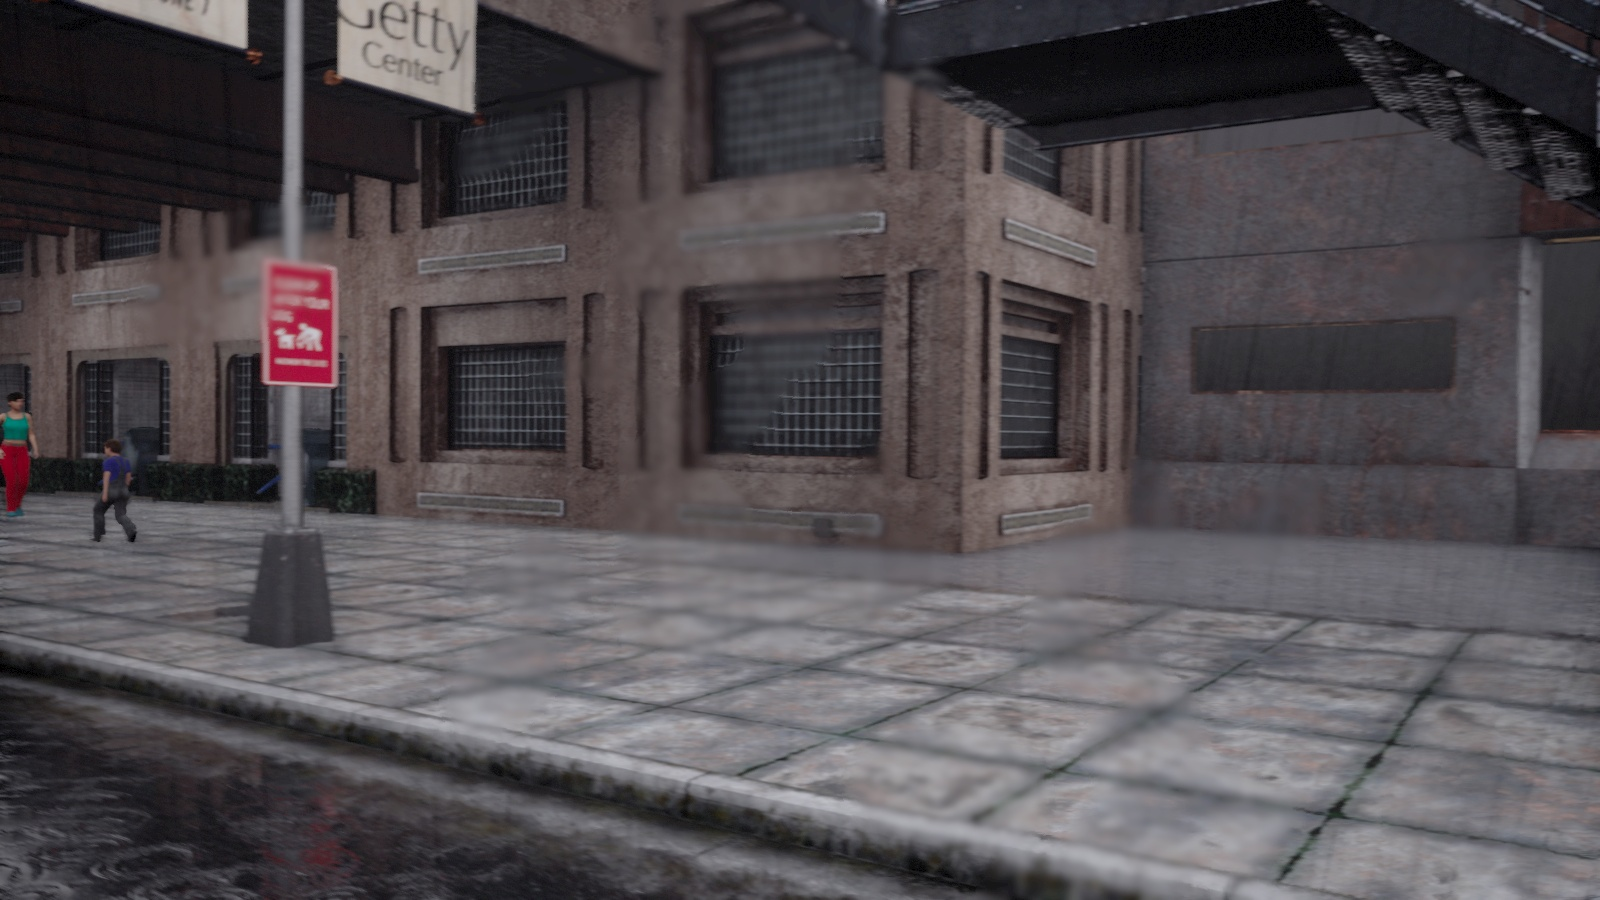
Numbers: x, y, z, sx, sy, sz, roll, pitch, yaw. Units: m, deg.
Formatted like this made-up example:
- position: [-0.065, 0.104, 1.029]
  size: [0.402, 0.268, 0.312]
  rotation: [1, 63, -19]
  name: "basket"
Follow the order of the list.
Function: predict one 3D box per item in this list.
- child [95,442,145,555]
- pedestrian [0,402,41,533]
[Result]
- position: [-7.755, 0.543, 14.329]
  size: [0.437, 1.263, 0.270]
  rotation: [0, 1, 23]
  name: "child"
- position: [-11.187, 0.244, 17.987]
  size: [0.594, 1.836, 0.345]
  rotation: [0, 1, 40]
  name: "pedestrian"
